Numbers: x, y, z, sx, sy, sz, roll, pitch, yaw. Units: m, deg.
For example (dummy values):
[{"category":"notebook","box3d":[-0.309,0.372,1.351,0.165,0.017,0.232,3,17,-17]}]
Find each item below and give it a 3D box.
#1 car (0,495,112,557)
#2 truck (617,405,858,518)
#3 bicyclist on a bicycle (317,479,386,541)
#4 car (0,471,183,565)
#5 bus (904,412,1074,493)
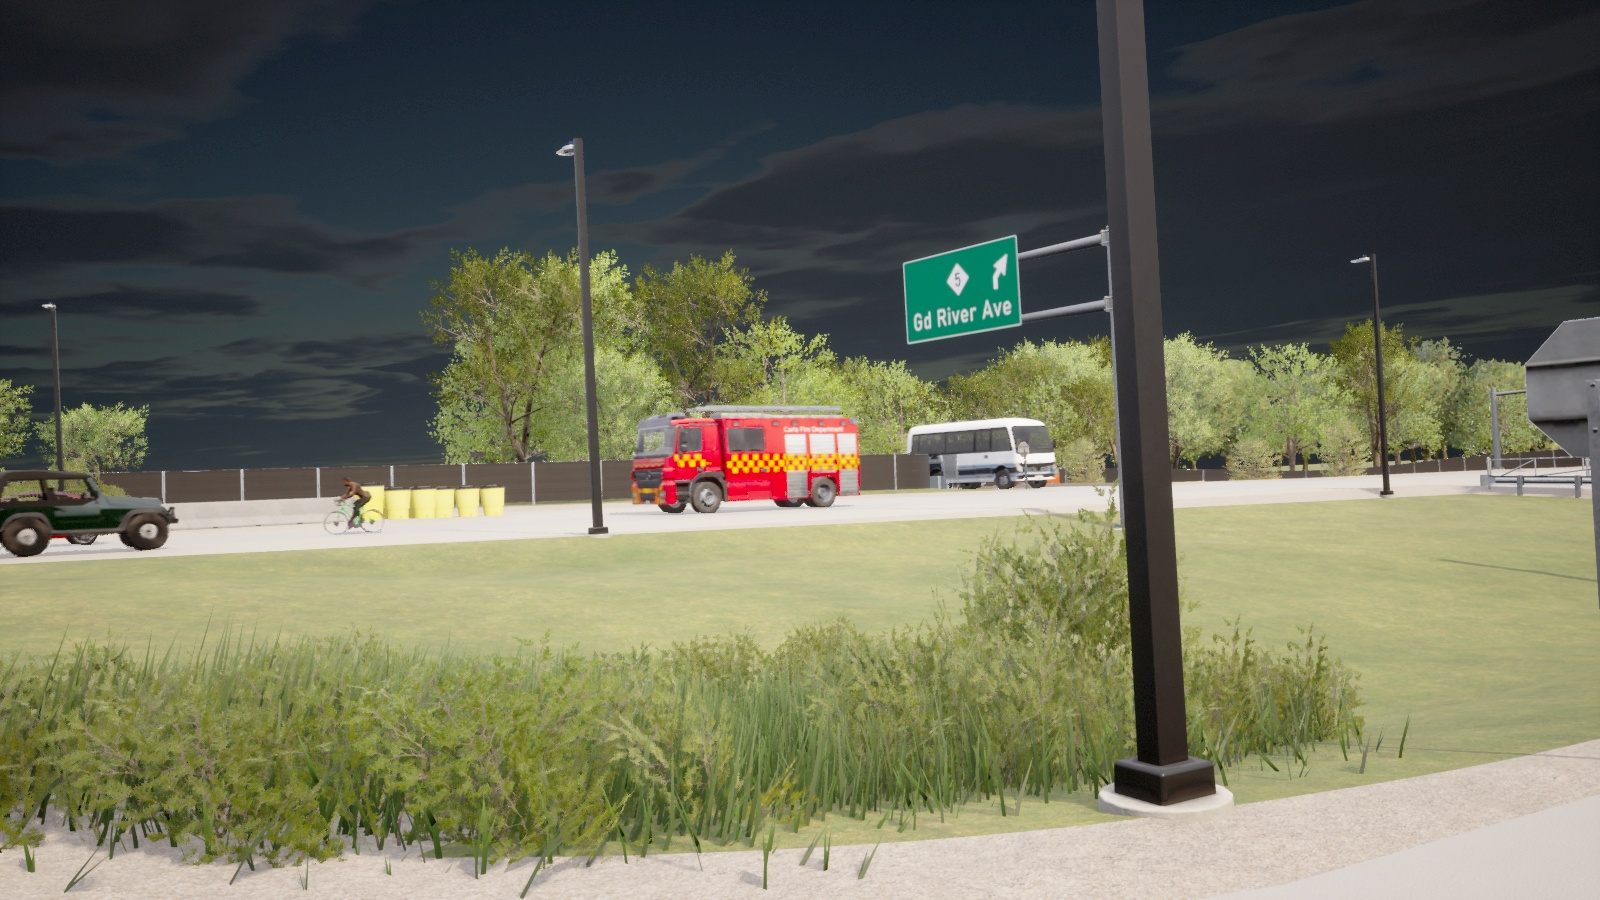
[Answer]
[{"category":"car","box3d":[-20.753,2.039,33.290,4.193,1.474,1.816,-2,-2,-35]},{"category":"truck","box3d":[-2.181,0.358,46.199,8.468,3.827,2.891,-2,-2,-35]},{"category":"bicyclist on a bicycle","box3d":[-12.418,1.651,34.807,1.656,1.620,0.582,-2,-1,-35]},{"category":"car","box3d":[-16.091,1.490,28.024,3.866,1.878,1.905,-2,-2,-35]},{"category":"bus","box3d":[11.190,0.236,75.895,3.944,4.253,10.273,-2,-2,-35]}]
